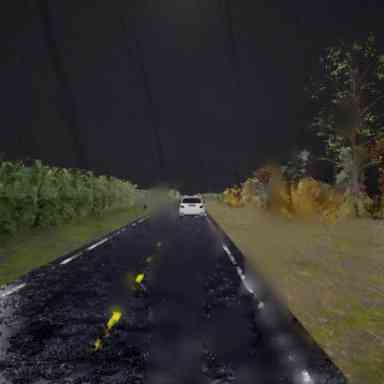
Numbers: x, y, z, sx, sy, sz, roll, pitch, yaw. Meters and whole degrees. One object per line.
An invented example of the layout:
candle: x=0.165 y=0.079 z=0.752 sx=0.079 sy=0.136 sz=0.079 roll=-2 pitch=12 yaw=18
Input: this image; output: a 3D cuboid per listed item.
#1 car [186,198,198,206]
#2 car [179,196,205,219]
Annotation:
car: x=-0.014 y=1.808 z=60.182 sx=2.033 sy=1.411 sz=5.357 roll=0 pitch=0 yaw=0
car: x=0.008 y=1.398 z=30.221 sx=2.150 sy=2.045 sz=5.566 roll=0 pitch=0 yaw=0
